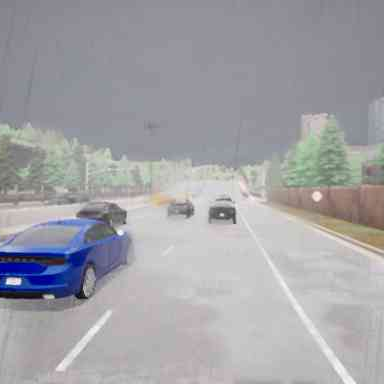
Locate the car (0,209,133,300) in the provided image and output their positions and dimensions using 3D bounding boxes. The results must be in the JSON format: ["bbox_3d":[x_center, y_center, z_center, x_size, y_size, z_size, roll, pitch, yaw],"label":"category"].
[{"bbox_3d":[-2.906,1.413,8.320,1.882,1.535,5.008,0,0,5],"label":"car"}]

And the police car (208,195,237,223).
[{"bbox_3d":[2.254,1.304,24.524,1.930,1.638,5.238,0,0,6],"label":"police car"}]

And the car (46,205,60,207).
[{"bbox_3d":[-11.520,1.274,29.137,1.837,1.490,4.892,0,0,6],"label":"car"}]

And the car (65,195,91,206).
[{"bbox_3d":[-16.479,1.196,48.463,1.994,1.385,4.181,0,0,7],"label":"car"}]

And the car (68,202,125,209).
[{"bbox_3d":[-5.260,1.362,19.962,1.837,1.490,4.892,0,0,6],"label":"car"}]

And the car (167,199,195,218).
[{"bbox_3d":[-0.882,1.330,28.182,2.128,1.511,4.902,0,0,6],"label":"car"}]

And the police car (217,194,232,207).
[{"bbox_3d":[4.620,1.193,47.302,1.930,1.638,5.238,0,0,6],"label":"police car"}]
